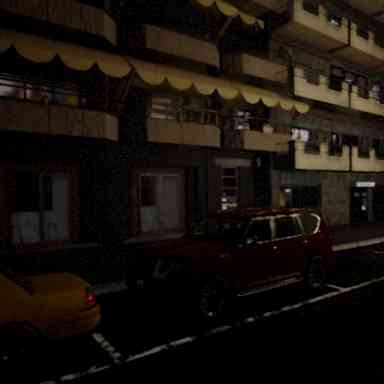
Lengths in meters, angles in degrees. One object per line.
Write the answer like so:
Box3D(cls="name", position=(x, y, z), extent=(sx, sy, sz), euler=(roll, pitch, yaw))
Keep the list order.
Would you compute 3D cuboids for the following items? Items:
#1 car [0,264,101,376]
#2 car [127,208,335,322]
Box3D(cls="car", position=(-3.615, 1.526, 3.998), extent=(4.829, 1.417, 1.752), euler=(0, -1, -35))
Box3D(cls="car", position=(1.133, 1.311, 7.389), extent=(5.009, 1.841, 2.192), euler=(0, -1, -35))
